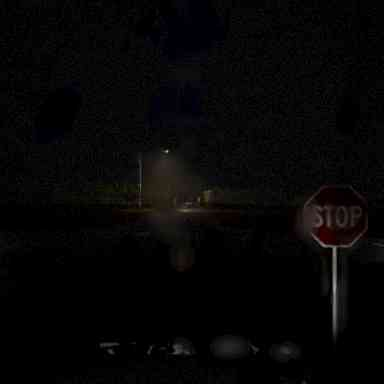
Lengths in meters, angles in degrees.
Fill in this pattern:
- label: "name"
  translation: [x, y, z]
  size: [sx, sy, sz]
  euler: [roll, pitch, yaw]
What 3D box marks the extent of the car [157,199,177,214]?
- label: "car"
  translation: [-2.775, 1.615, 37.246]
  size: [1.837, 1.490, 4.892]
  euler: [0, 0, 0]
